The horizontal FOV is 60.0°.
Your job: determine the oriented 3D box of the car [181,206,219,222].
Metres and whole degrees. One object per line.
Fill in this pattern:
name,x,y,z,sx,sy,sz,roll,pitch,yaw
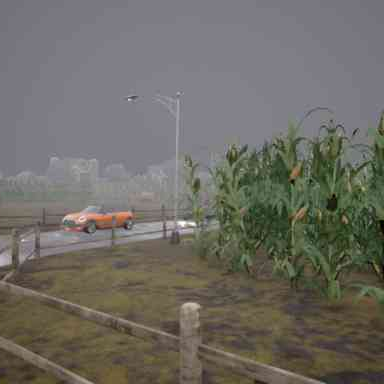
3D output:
car,0.867,1.922,30.334,1.994,1.385,4.181,1,0,35

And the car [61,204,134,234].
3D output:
car,-5.786,1.551,20.797,2.097,1.767,4.553,1,0,35
